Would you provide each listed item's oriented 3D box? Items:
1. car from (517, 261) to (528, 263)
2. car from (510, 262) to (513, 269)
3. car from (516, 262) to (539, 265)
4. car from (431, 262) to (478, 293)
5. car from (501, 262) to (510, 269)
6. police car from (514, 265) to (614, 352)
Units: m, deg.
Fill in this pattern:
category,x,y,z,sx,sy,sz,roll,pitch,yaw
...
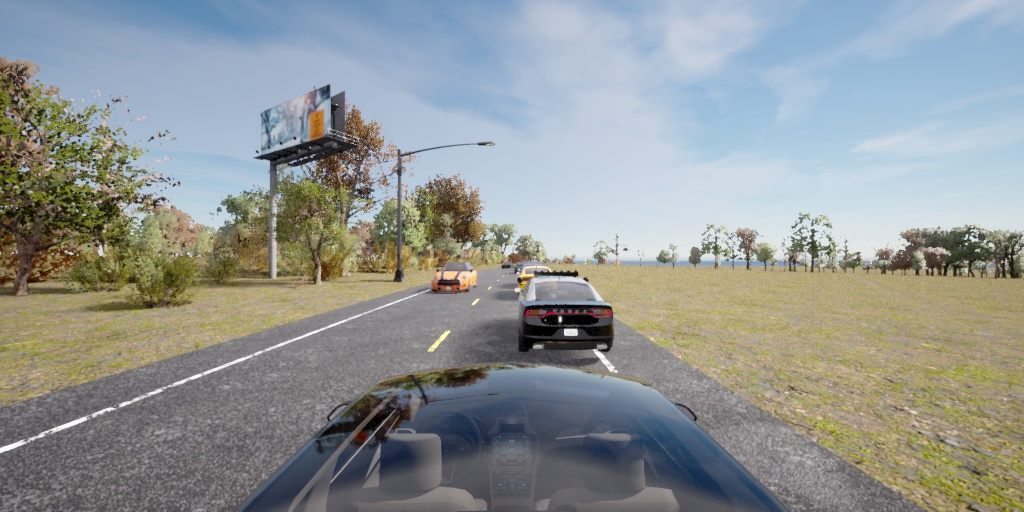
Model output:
category,x,y,z,sx,sy,sz,roll,pitch,yaw
car,1.421,1.295,24.902,1.882,1.535,5.008,0,0,2
car,1.325,1.465,45.951,2.128,1.511,4.902,0,0,4
car,1.259,1.266,18.924,1.882,1.535,5.008,0,0,1
car,-3.310,1.151,21.270,2.097,1.767,4.553,0,0,2
car,-0.883,1.743,64.801,1.895,1.301,4.718,0,-1,5
police car,1.092,1.183,9.068,1.930,1.638,5.238,0,0,1
